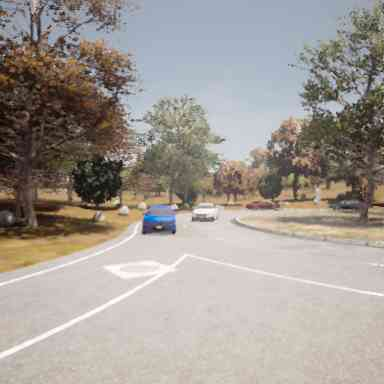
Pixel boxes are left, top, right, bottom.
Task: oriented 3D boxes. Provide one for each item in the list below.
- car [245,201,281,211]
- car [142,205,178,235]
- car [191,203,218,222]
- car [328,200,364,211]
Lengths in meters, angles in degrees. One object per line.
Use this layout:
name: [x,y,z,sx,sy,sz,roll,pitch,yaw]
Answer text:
car: [9.458,1.831,44.603,4.718,1.301,1.895,0,0,-25]
car: [-1.902,1.575,19.929,1.882,1.535,5.008,0,0,-4]
car: [1.150,1.678,28.149,1.812,1.442,4.674,0,0,11]
car: [20.397,1.751,43.429,4.902,1.511,2.128,1,0,7]
